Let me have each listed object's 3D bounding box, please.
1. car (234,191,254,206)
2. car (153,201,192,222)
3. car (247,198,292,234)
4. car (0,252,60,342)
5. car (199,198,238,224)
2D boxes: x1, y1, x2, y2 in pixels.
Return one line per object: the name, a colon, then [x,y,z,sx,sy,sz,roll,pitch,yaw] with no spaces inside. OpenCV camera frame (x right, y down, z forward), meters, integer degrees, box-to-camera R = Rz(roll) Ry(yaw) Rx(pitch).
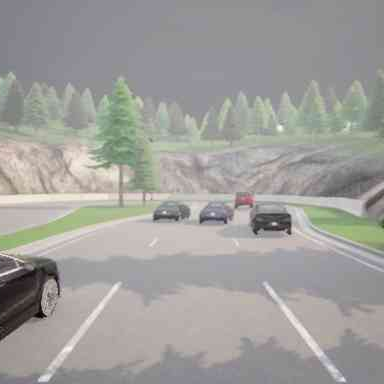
car: [6.258,0.925,39.986,2.150,2.045,5.566,0,1,11]
car: [-1.393,1.378,24.830,1.994,1.385,4.181,0,0,14]
car: [4.201,1.341,18.194,1.882,1.535,5.008,0,0,7]
car: [-3.397,1.458,4.363,2.128,1.511,4.902,0,0,0]
car: [1.806,1.389,23.316,1.994,1.385,4.181,0,0,14]
